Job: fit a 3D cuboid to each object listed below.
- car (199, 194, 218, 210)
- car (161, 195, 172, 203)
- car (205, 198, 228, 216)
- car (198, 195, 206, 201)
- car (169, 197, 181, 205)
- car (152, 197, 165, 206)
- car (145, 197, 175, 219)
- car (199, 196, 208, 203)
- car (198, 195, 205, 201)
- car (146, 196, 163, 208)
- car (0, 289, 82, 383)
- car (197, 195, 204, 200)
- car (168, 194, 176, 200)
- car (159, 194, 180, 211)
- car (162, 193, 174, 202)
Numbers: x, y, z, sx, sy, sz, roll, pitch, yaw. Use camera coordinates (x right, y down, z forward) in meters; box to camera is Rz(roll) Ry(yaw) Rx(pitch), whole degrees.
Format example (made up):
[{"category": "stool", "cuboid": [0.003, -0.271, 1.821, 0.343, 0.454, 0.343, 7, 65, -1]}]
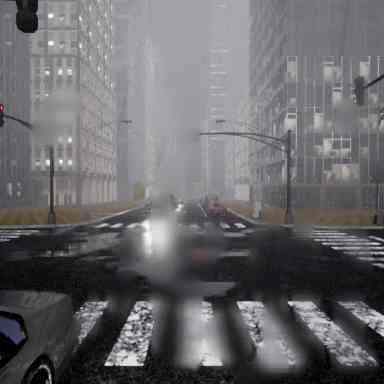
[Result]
[{"category": "car", "cuboid": [2.459, 1.297, 43.172, 2.192, 1.841, 5.009, -1, 0, 0]}, {"category": "car", "cuboid": [-5.458, 1.403, 70.755, 1.967, 1.590, 4.097, -1, 0, 0]}, {"category": "car", "cuboid": [2.463, 1.569, 32.123, 1.802, 1.307, 4.206, -1, 0, 0]}, {"category": "car", "cuboid": [2.404, 1.536, 81.844, 1.802, 1.307, 4.206, -1, 0, 0]}, {"category": "car", "cuboid": [-2.909, 1.573, 59.291, 1.895, 1.301, 4.718, 0, 0, 0]}, {"category": "car", "cuboid": [-5.425, 1.557, 54.182, 1.802, 1.307, 4.206, -1, 0, 0]}, {"category": "car", "cuboid": [-2.908, 1.480, 28.788, 2.128, 1.511, 4.902, 0, 0, 0]}, {"category": "car", "cuboid": [2.423, 1.508, 70.795, 1.887, 1.381, 4.507, -1, 0, 0]}, {"category": "car", "cuboid": [2.392, 1.474, 87.539, 1.752, 1.417, 4.829, -1, 0, 0]}, {"category": "car", "cuboid": [-5.417, 1.419, 48.657, 1.967, 1.590, 4.097, -1, 0, 0]}, {"category": "car", "cuboid": [-2.407, 1.547, 1.810, 2.033, 1.411, 5.357, 0, 0, 4]}, {"category": "car", "cuboid": [2.383, 1.489, 92.893, 1.887, 1.381, 4.507, -1, 0, 0]}, {"category": "car", "cuboid": [-5.499, 1.384, 92.854, 1.967, 1.590, 4.097, -1, 0, 0]}, {"category": "car", "cuboid": [-2.923, 1.206, 38.702, 2.150, 2.045, 5.566, 0, 0, 0]}, {"category": "car", "cuboid": [-5.470, 1.274, 76.280, 2.192, 1.841, 5.009, -1, 0, 0]}]
